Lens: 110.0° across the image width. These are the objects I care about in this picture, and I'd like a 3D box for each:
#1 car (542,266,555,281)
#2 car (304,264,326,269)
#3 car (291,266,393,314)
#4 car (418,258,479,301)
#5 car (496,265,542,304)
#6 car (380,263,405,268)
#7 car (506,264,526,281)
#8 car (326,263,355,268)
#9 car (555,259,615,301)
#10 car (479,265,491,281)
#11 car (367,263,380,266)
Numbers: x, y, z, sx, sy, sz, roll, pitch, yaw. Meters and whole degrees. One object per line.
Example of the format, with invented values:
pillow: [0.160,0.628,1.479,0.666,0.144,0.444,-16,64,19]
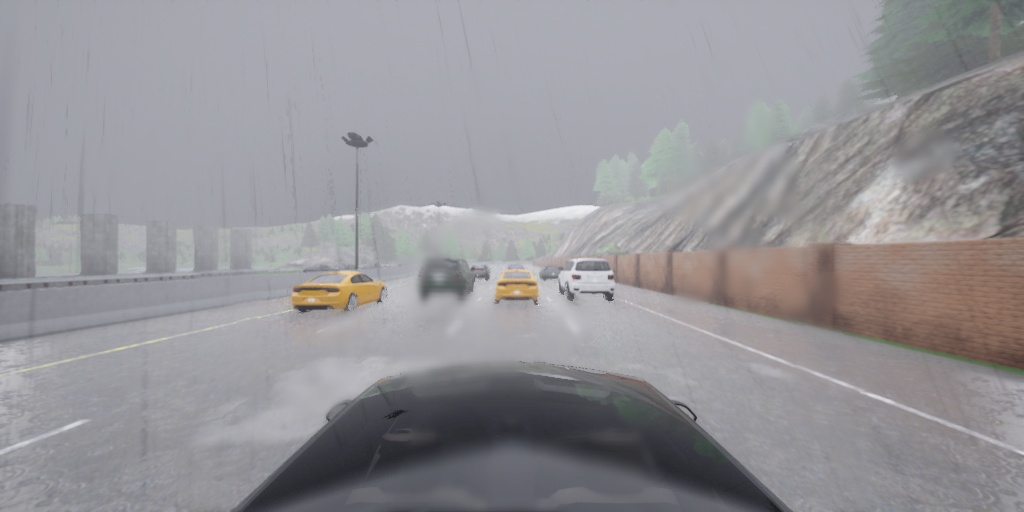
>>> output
car: [3.863,1.680,35.662,1.994,1.385,4.181,0,-1,0]
car: [-27.949,1.835,51.841,2.033,1.411,5.357,0,-1,0]
car: [-6.787,1.367,14.670,1.882,1.535,5.008,0,0,1]
car: [-3.232,1.154,18.722,2.150,2.045,5.566,0,-1,1]
car: [0.251,1.397,17.434,1.882,1.535,5.008,0,-1,1]
car: [-17.474,1.785,53.534,1.882,1.535,5.008,0,0,0]
car: [0.363,1.603,36.575,1.882,1.535,5.008,0,-1,0]
car: [-24.457,1.784,52.246,2.128,1.511,4.902,0,-1,0]
car: [3.770,1.157,18.856,2.150,2.045,5.566,0,-1,1]
car: [-3.130,1.601,35.062,2.128,1.511,4.902,0,-1,0]
car: [-20.970,1.811,53.580,1.837,1.490,4.892,0,0,0]
